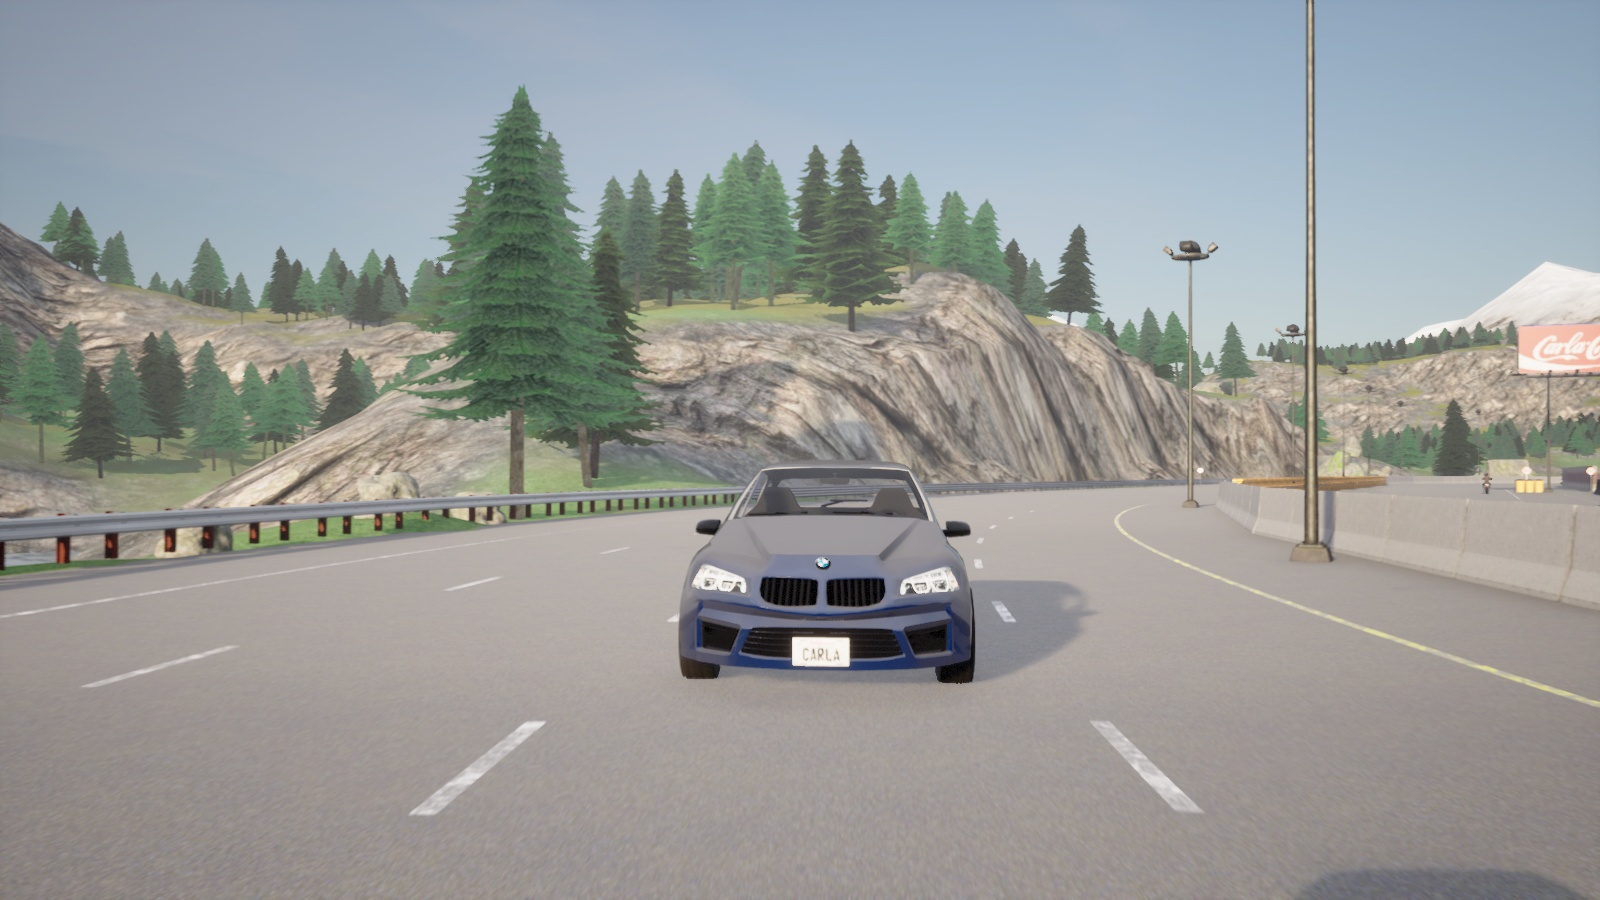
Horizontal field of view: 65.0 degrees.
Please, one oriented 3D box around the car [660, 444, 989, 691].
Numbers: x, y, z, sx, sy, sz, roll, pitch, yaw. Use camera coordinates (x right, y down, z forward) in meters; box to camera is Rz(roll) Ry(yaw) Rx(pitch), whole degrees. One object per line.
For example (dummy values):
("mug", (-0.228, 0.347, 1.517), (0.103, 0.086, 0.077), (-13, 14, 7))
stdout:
("car", (0.316, 0.841, 10.874), (2.242, 1.667, 4.611), (0, -1, 4))
